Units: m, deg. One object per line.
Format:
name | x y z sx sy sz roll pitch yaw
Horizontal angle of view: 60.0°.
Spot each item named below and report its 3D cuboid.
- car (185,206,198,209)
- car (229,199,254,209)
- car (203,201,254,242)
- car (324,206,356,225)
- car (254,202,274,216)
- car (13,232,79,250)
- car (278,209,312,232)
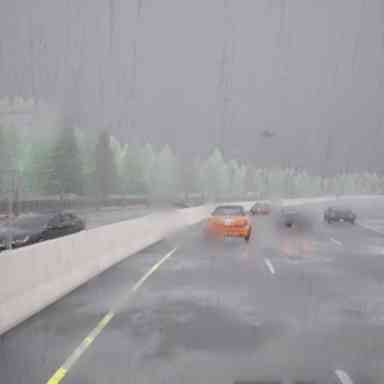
car | 0.431 1.708 45.710 2.128 1.511 4.902 0 0 26
car | 7.892 1.825 52.386 2.033 1.411 5.357 0 0 30
car | 2.008 1.441 17.152 2.097 1.767 4.553 0 0 10
car | 11.458 1.769 26.092 1.895 1.301 4.718 0 0 17
car | 7.535 1.761 35.467 1.994 1.385 4.181 0 0 22
car | -5.969 1.543 13.168 1.837 1.490 4.892 0 0 8
car | 6.482 1.728 21.418 1.895 1.301 4.718 0 0 14
